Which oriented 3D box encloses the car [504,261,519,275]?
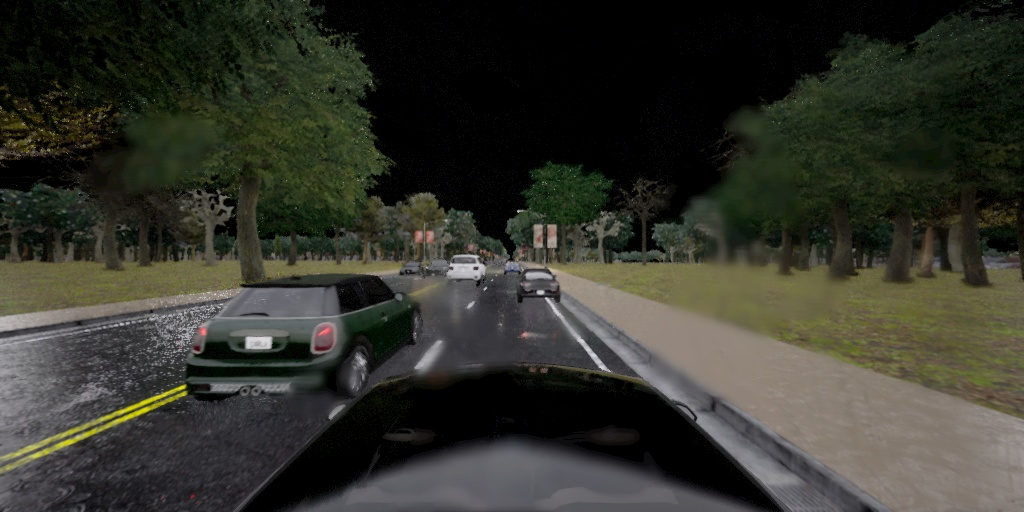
[{"bbox_3d":[0.055,1.296,39.790,2.033,1.411,5.357,0,0,0],"label":"car"}]

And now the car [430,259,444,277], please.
[{"bbox_3d":[-6.592,1.096,32.693,2.097,1.767,4.553,0,0,0],"label":"car"}]

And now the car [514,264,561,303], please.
[{"bbox_3d":[1.139,1.274,16.520,1.812,1.442,4.674,0,0,0],"label":"car"}]

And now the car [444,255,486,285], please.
[{"bbox_3d":[-3.146,0.965,25.768,2.150,2.045,5.566,0,0,0],"label":"car"}]

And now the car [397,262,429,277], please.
[{"bbox_3d":[-9.838,1.309,35.980,1.994,1.385,4.181,0,0,0],"label":"car"}]

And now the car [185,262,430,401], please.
[{"bbox_3d":[-3.150,1.102,6.586,2.097,1.767,4.553,0,0,0],"label":"car"}]
